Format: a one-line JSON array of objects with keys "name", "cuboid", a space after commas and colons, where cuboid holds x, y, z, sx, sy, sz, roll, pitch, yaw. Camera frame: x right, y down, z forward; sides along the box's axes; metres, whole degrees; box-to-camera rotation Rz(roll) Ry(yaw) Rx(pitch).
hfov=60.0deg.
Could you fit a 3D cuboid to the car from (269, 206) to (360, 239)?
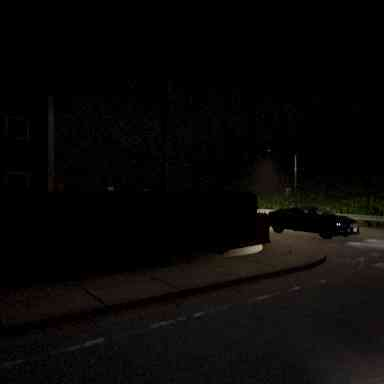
[{"name": "car", "cuboid": [6.138, 1.490, 17.384, 2.128, 1.511, 4.902, 0, 0, -35]}]
